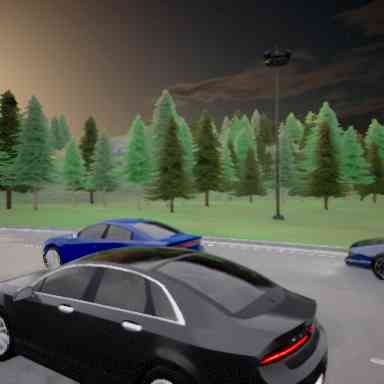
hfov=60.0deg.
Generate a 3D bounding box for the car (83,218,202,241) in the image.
[{"bbox_3d":[-2.048,1.468,9.245,5.008,1.535,1.882,-1,0,32],"label":"car"}]

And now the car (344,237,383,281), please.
[{"bbox_3d":[6.590,1.465,7.826,5.357,1.411,2.033,0,0,35],"label":"car"}]

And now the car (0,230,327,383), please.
[{"bbox_3d":[-0.869,1.498,4.363,4.892,1.490,1.837,0,0,34],"label":"car"}]
